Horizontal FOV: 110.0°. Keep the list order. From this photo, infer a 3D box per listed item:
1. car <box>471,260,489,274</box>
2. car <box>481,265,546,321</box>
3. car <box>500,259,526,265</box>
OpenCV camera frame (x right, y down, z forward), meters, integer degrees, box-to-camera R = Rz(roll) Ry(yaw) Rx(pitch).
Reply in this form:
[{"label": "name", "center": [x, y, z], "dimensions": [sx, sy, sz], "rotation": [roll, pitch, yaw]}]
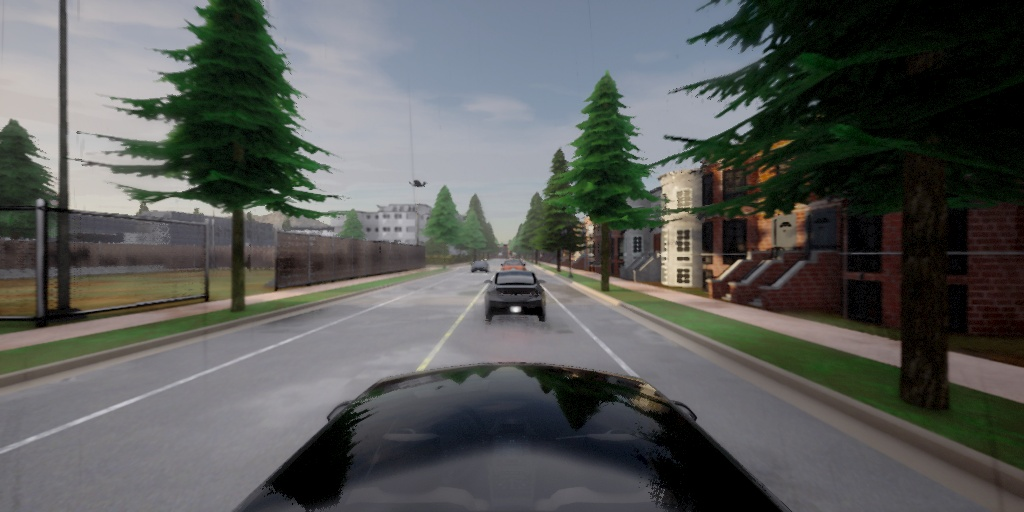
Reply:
[{"label": "car", "center": [-3.543, 1.210, 40.825], "dimensions": [2.033, 1.411, 5.357], "rotation": [0, 0, 1]}, {"label": "car", "center": [0.098, 1.230, 12.352], "dimensions": [1.837, 1.490, 4.892], "rotation": [0, 0, 0]}, {"label": "car", "center": [0.110, 1.039, 29.973], "dimensions": [2.097, 1.767, 4.553], "rotation": [0, 0, 0]}]
